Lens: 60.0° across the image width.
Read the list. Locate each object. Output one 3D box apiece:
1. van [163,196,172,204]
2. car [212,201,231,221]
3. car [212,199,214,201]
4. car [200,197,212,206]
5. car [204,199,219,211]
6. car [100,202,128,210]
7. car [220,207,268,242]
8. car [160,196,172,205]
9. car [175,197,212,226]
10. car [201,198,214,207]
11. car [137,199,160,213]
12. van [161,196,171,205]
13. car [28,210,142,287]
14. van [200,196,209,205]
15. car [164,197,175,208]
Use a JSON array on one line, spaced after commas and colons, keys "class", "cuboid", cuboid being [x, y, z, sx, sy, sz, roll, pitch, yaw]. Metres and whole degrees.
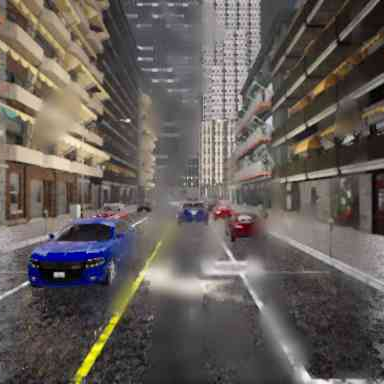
[{"class": "van", "cuboid": [-5.279, 1.678, 73.236, 1.690, 1.788, 3.998, 0, 0, 0]}, {"class": "car", "cuboid": [2.582, 1.683, 27.720, 1.802, 1.307, 4.206, 0, 0, 0]}, {"class": "car", "cuboid": [2.586, 1.716, 39.099, 1.947, 1.339, 4.313, 0, 0, 0]}, {"class": "car", "cuboid": [2.596, 1.709, 61.857, 1.967, 1.590, 4.097, 0, 0, 0]}, {"class": "car", "cuboid": [2.589, 1.704, 44.960, 1.752, 1.417, 4.829, 0, 0, 0]}, {"class": "car", "cuboid": [-5.300, 1.519, 22.027, 1.967, 1.590, 4.097, 0, 0, 0]}, {"class": "car", "cuboid": [2.577, 1.639, 16.341, 1.802, 1.307, 4.206, 0, 0, 0]}, {"class": "car", "cuboid": [-5.284, 1.709, 61.855, 1.967, 1.590, 4.097, 0, 0, 0]}, {"class": "car", "cuboid": [0.109, 1.439, 24.312, 2.097, 1.767, 4.553, 0, 0, 0]}, {"class": "car", "cuboid": [2.593, 1.781, 56.167, 1.887, 1.381, 4.507, 0, 0, 0]}, {"class": "car", "cuboid": [-5.294, 1.717, 39.096, 1.947, 1.339, 4.313, 0, 0, 0]}, {"class": "van", "cuboid": [-5.281, 1.644, 67.546, 1.690, 1.788, 3.998, 0, 0, 0]}, {"class": "car", "cuboid": [-2.846, 1.511, 9.633, 1.882, 1.535, 5.008, 0, 0, 0]}, {"class": "van", "cuboid": [2.599, 1.643, 67.548, 1.690, 1.788, 3.998, 0, 0, 0]}, {"class": "car", "cuboid": [-2.799, 1.815, 51.946, 1.895, 1.301, 4.718, 0, 0, 0]}]
